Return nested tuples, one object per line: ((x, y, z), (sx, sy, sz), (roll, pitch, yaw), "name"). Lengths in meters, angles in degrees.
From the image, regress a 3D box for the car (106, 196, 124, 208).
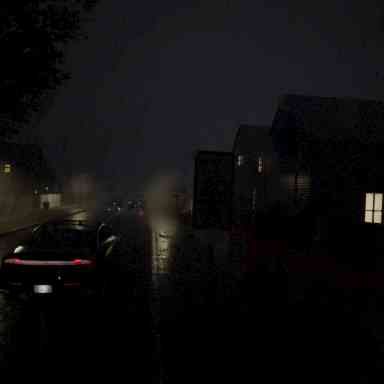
((-9.730, 1.229, 42.723), (1.994, 1.385, 4.181), (2, 0, -7), "car")

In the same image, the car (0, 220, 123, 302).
((-2.825, 1.427, 8.093), (2.128, 1.511, 4.902), (2, 0, -7), "car")

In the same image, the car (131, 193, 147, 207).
((-7.650, 1.103, 48.608), (2.097, 1.767, 4.553), (2, 0, -7), "car")

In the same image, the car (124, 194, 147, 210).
((-6.442, 1.311, 38.885), (1.812, 1.442, 4.674), (2, 0, -6), "car")
